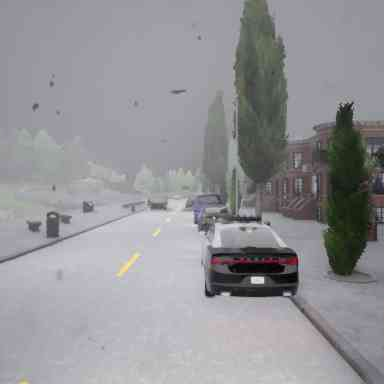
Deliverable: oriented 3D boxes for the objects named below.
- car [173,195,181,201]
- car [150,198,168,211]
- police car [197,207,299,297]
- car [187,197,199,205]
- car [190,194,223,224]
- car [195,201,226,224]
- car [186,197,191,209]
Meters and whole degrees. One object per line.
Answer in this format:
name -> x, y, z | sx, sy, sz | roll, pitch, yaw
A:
car -> -3.818, 1.477, 86.552 | 1.882, 1.535, 5.008 | 0, 0, 0
car -> -4.014, 1.477, 41.073 | 1.882, 1.535, 5.008 | 0, 0, 0
police car -> 1.218, 1.425, 8.729 | 1.930, 1.638, 5.238 | 0, 0, 0
car -> 0.125, 1.564, 58.925 | 1.994, 1.385, 4.181 | 0, 0, 0
car -> 1.191, 1.174, 24.649 | 2.150, 2.045, 5.566 | -3, 0, 0
car -> 1.238, 1.505, 18.618 | 1.837, 1.490, 4.892 | 0, 0, 0
car -> 0.115, 1.601, 46.190 | 1.895, 1.301, 4.718 | 0, 0, 1
